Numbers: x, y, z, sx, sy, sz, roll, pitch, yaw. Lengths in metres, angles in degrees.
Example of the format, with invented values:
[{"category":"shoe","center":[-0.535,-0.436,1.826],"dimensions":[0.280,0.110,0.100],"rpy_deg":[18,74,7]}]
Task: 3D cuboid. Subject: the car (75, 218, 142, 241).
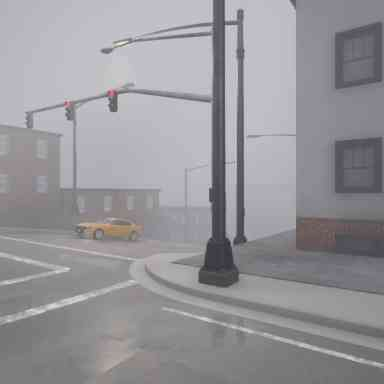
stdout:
[{"category":"car","center":[-5.672,2.536,23.093],"dimensions":[1.882,1.535,5.008],"rpy_deg":[0,-9,37]}]
